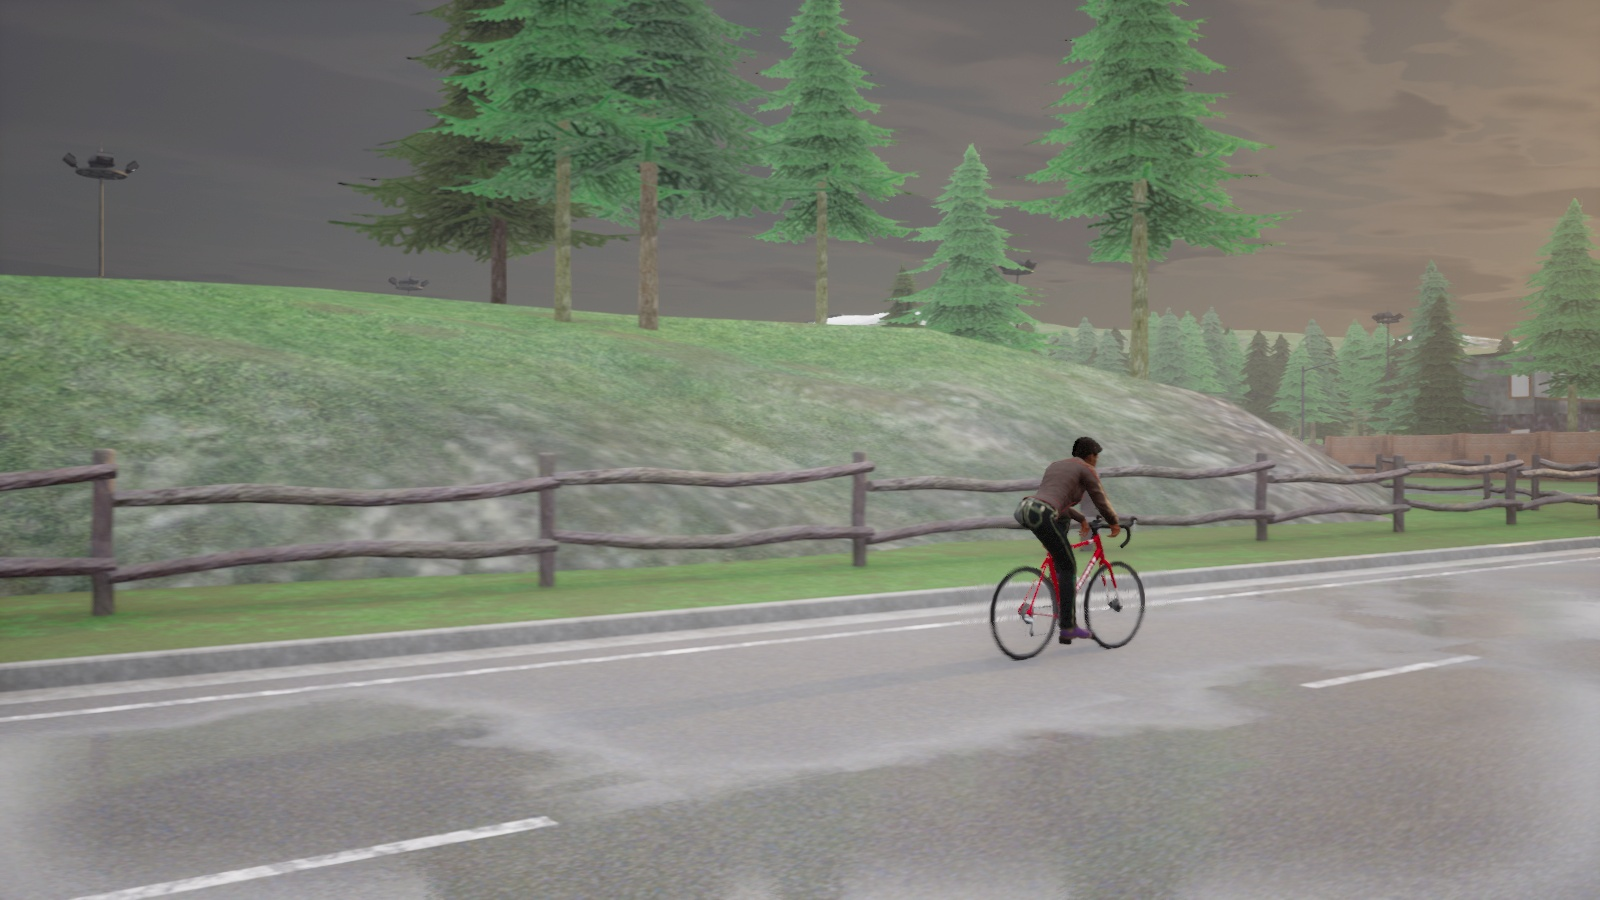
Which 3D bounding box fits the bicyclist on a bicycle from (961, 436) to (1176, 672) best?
[{"bbox_3d":[2.014,0.716,9.325,1.656,1.620,0.582,0,0,-35],"label":"bicyclist on a bicycle"}]
